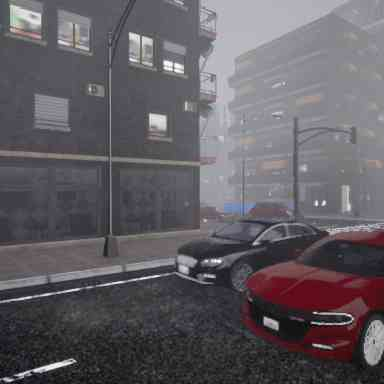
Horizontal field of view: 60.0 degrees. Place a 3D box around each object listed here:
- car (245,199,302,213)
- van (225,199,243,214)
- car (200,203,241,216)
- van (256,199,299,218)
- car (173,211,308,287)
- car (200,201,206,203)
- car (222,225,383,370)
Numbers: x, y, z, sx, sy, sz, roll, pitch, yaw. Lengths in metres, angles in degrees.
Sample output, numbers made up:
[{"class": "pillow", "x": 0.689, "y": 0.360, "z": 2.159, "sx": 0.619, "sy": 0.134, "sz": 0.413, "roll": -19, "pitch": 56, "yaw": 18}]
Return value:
[{"class": "car", "x": 6.682, "y": 1.574, "z": 26.417, "sx": 2.097, "sy": 1.767, "sz": 4.553, "roll": 0, "pitch": -1, "yaw": -36}, {"class": "van", "x": 5.297, "y": 1.676, "z": 38.079, "sx": 1.690, "sy": 1.788, "sz": 3.998, "roll": -1, "pitch": 0, "yaw": -36}, {"class": "car", "x": 1.852, "y": 1.874, "z": 28.654, "sx": 1.802, "sy": 1.307, "sz": 4.206, "roll": -1, "pitch": 0, "yaw": -36}, {"class": "van", "x": 8.603, "y": 1.602, "z": 33.556, "sx": 1.690, "sy": 1.788, "sz": 3.998, "roll": -1, "pitch": 0, "yaw": -36}, {"class": "car", "x": 1.813, "y": 1.491, "z": 8.956, "sx": 4.902, "sy": 1.511, "sz": 2.128, "roll": 0, "pitch": 0, "yaw": -35}, {"class": "car", "x": 0.695, "y": 1.707, "z": 34.586, "sx": 2.097, "sy": 1.767, "sz": 4.553, "roll": 0, "pitch": -1, "yaw": -36}, {"class": "car", "x": 3.091, "y": 1.477, "z": 5.875, "sx": 5.008, "sy": 1.535, "sz": 1.882, "roll": 0, "pitch": 0, "yaw": -35}]
